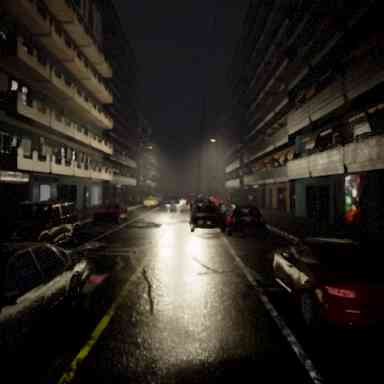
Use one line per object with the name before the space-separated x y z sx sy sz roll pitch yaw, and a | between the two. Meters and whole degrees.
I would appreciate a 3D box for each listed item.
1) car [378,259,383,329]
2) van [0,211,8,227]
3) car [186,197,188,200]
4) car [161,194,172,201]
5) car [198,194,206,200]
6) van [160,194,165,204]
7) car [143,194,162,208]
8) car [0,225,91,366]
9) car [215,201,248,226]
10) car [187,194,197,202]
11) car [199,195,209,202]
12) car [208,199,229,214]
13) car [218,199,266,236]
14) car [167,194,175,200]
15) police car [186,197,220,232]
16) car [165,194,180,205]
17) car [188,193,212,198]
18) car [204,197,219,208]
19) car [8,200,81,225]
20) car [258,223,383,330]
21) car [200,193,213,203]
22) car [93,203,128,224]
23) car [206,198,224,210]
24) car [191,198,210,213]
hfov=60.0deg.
car | 2.690 1.436 0.967 1.967 1.590 4.097 0 0 0
van | -5.689 1.312 6.653 1.690 1.788 3.998 0 0 0
car | 0.010 1.328 53.011 1.882 1.535 5.008 0 0 0
car | -5.680 1.272 74.594 1.967 1.590 4.097 0 0 0
car | 2.703 1.269 91.555 1.967 1.590 4.097 0 0 0
van | -5.683 1.186 57.609 1.690 1.788 3.998 0 0 0
car | -5.684 1.388 46.116 1.752 1.417 4.829 0 0 0
car | -3.099 1.525 4.979 2.033 1.411 5.357 0 0 0
car | 2.693 1.445 23.783 1.752 1.417 4.829 0 0 0
car | 0.013 1.212 70.704 2.128 1.511 4.902 0 0 0
car | 2.701 1.383 74.569 2.008 1.369 4.403 0 0 0
car | 2.695 1.435 34.938 1.887 1.381 4.507 0 0 0
car | 2.692 1.375 17.950 1.967 1.590 4.097 0 0 0
car | -5.677 1.353 91.411 1.752 1.417 4.829 0 0 0
police car | 0.805 1.356 19.668 1.930 1.638 5.238 0 0 -2
car | -3.025 1.373 54.937 1.812 1.442 4.674 0 0 0
car | 0.906 1.255 29.548 2.097 1.767 4.553 0 0 0
car | 2.696 1.388 46.431 1.752 1.417 4.829 0 0 0
car | -5.689 1.267 12.313 2.192 1.841 5.009 0 0 0
car | 2.691 1.553 6.631 1.802 1.307 4.206 0 0 0
car | 2.698 1.155 63.245 2.192 1.841 5.009 0 0 0
car | -5.687 1.464 23.637 1.887 1.381 4.507 0 0 0
car | 2.696 1.420 40.603 1.887 1.381 4.507 0 0 0
car | 0.842 1.414 35.574 1.812 1.442 4.674 0 0 0
